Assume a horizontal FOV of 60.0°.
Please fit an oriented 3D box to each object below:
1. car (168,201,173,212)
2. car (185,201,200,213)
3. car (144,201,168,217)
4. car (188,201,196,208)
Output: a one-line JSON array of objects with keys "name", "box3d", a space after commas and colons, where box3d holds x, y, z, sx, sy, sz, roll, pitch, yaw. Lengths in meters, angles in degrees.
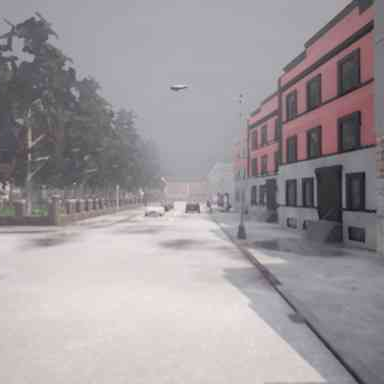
[{"name": "car", "box3d": [-4.103, 2.179, 47.224, 1.895, 1.301, 4.718, 0, -1, 0]}, {"name": "car", "box3d": [0.094, 2.049, 46.676, 1.882, 1.535, 5.008, 0, -1, 0]}, {"name": "car", "box3d": [-4.092, 1.980, 37.131, 1.812, 1.442, 4.674, 0, -1, 0]}, {"name": "car", "box3d": [-0.011, 2.618, 71.597, 1.812, 1.442, 4.674, 0, -1, 0]}]
